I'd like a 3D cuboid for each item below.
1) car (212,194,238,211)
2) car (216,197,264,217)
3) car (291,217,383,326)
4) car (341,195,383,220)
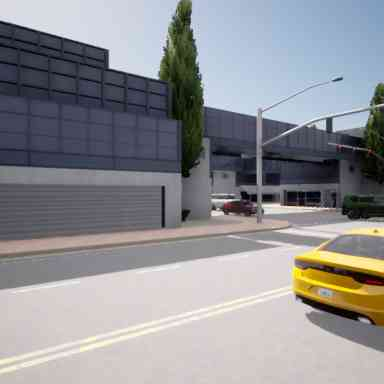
[{"bbox_3d":[4.196,1.223,38.419,2.150,2.045,5.566,0,0,-37],"label":"car"},{"bbox_3d":[4.765,1.526,31.826,1.812,1.442,4.674,0,0,-37],"label":"car"},{"bbox_3d":[4.168,1.478,6.815,5.008,1.535,1.882,0,0,-36],"label":"car"},{"bbox_3d":[14.234,1.224,25.208,2.150,2.045,5.566,0,0,-38],"label":"car"}]
